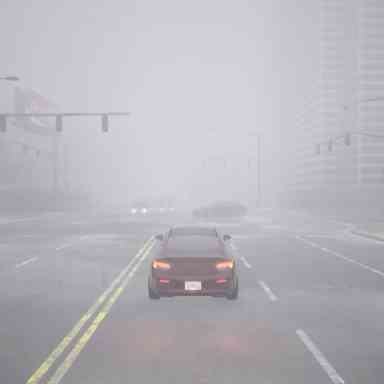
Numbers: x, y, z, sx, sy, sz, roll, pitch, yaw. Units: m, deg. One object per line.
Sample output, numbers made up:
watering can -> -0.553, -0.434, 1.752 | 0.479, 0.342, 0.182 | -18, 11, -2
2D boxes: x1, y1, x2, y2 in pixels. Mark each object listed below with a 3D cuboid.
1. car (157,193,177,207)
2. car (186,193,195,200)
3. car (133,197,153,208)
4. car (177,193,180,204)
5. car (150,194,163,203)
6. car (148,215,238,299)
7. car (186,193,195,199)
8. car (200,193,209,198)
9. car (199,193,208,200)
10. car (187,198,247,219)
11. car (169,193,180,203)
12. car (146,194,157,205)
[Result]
car -> -3.859, 1.221, 51.280 | 2.150, 2.045, 5.566 | 0, 0, -4
car -> -0.402, 1.184, 88.388 | 2.097, 1.767, 4.553 | 0, 0, 0
car -> -7.307, 1.601, 48.203 | 1.895, 1.301, 4.718 | 0, 0, 0
car -> -3.839, 1.221, 62.579 | 2.150, 2.045, 5.566 | 0, 0, 0
car -> -7.313, 1.352, 69.126 | 2.097, 1.767, 4.553 | 0, 0, 0
car -> 0.028, 1.526, 8.307 | 1.812, 1.442, 4.674 | 0, 0, 0
car -> -0.356, 1.584, 78.483 | 1.895, 1.301, 4.718 | 0, 0, 0
car -> 3.146, 1.515, 78.116 | 2.128, 1.511, 4.902 | 0, 0, 0
car -> 3.098, 1.184, 88.404 | 2.097, 1.767, 4.553 | 0, 0, 0
car -> 2.296, 1.477, 27.933 | 5.008, 1.535, 1.882 | 0, -1, -32
car -> -3.834, 1.225, 73.732 | 2.150, 2.045, 5.566 | 0, 0, 0
car -> -7.341, 1.525, 57.029 | 1.812, 1.442, 4.674 | 0, 0, 0
